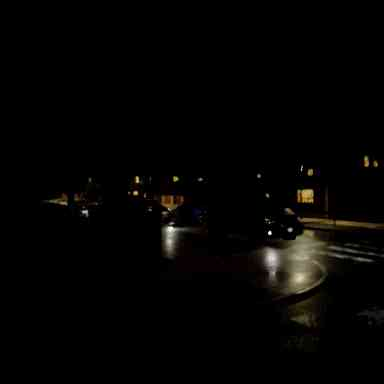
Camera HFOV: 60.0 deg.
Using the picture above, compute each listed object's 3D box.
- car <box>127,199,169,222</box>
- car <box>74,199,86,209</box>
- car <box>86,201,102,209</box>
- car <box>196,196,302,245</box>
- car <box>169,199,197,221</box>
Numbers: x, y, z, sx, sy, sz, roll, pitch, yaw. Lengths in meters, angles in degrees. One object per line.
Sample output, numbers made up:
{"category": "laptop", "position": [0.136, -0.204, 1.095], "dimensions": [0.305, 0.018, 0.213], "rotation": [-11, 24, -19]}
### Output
{"category": "car", "position": [-3.393, 1.369, 25.820], "dimensions": [2.097, 1.767, 4.553], "rotation": [-2, 1, -34]}
{"category": "car", "position": [-14.440, 1.599, 42.572], "dimensions": [1.895, 1.301, 4.718], "rotation": [-2, 1, -33]}
{"category": "car", "position": [-9.036, 1.610, 34.355], "dimensions": [1.895, 1.301, 4.718], "rotation": [-2, 1, -33]}
{"category": "car", "position": [2.728, 1.250, 16.348], "dimensions": [2.150, 2.045, 5.566], "rotation": [-2, 1, -30]}
{"category": "car", "position": [0.546, 1.298, 25.197], "dimensions": [2.097, 1.767, 4.553], "rotation": [-2, 1, -33]}
